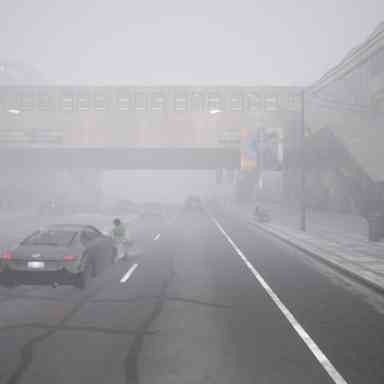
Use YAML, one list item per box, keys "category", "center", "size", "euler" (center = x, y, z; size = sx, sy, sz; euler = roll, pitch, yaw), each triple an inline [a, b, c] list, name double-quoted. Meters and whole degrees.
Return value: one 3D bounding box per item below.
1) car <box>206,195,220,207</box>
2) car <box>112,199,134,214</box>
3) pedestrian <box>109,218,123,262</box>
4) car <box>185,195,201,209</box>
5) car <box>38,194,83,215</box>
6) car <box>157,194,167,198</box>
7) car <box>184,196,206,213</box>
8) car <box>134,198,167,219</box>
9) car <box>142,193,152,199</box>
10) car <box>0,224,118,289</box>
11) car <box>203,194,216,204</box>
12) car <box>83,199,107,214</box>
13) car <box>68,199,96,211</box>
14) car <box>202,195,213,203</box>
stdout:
- category: "car"
  center: [3.214, 1.481, 52.507]
  size: [2.231, 1.521, 4.892]
  euler: [0, 0, 10]
- category: "car"
  center: [-7.036, 1.477, 35.192]
  size: [1.882, 1.535, 5.008]
  euler: [0, 0, 0]
- category: "pedestrian"
  center: [-2.473, 1.294, 10.437]
  size: [0.375, 1.860, 0.375]
  euler: [0, 0, 0]
- category: "car"
  center: [0.208, 1.352, 47.157]
  size: [2.097, 1.767, 4.553]
  euler: [0, 0, 1]
- category: "car"
  center: [-13.505, 1.229, 33.913]
  size: [2.435, 2.045, 5.566]
  euler: [0, 0, 0]
- category: "car"
  center: [-6.748, 1.162, 75.611]
  size: [1.882, 1.535, 5.008]
  euler: [0, 0, 0]
- category: "car"
  center: [0.178, 1.352, 37.010]
  size: [2.097, 1.767, 4.553]
  euler: [0, 0, 1]
- category: "car"
  center: [-3.362, 1.547, 28.855]
  size: [2.033, 1.411, 5.357]
  euler: [0, 0, 0]
- category: "car"
  center: [-10.247, 1.005, 76.063]
  size: [2.097, 1.767, 4.553]
  euler: [0, 0, 0]
- category: "car"
  center: [-3.382, 1.573, 9.196]
  size: [1.994, 1.385, 4.181]
  euler: [1, -1, 0]
- category: "car"
  center: [3.269, 1.354, 63.283]
  size: [2.185, 1.767, 4.553]
  euler: [0, 0, 0]
- category: "car"
  center: [-10.534, 1.564, 35.633]
  size: [1.994, 1.385, 4.181]
  euler: [0, 0, 0]
- category: "car"
  center: [-13.537, 1.595, 41.309]
  size: [1.895, 1.301, 4.718]
  euler: [0, 0, 0]
- category: "car"
  center: [3.142, 1.480, 69.708]
  size: [2.097, 1.535, 5.008]
  euler: [0, 0, 0]
